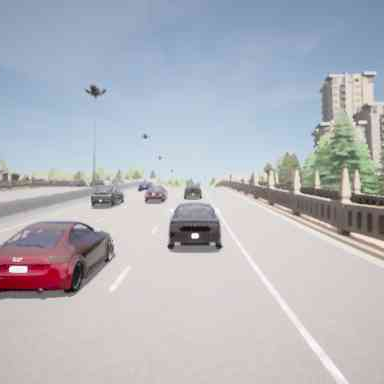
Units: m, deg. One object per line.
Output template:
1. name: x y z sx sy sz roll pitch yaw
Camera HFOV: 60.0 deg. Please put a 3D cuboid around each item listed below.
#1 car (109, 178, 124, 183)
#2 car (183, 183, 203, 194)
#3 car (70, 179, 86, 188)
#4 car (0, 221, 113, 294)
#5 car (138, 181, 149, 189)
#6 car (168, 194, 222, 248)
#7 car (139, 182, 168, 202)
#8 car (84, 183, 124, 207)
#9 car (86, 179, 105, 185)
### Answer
1. car: -14.017 -1.713 61.971 2.097 1.767 4.553 0 2 0
2. car: 0.097 -0.172 36.434 1.837 1.490 4.892 0 4 0
3. car: -21.010 -1.558 61.637 1.837 1.490 4.892 0 3 0
4. car: -3.401 1.420 8.529 1.994 1.385 4.181 0 2 0
5. car: -6.902 -0.925 50.503 1.994 1.385 4.181 0 3 0
6. car: 0.099 1.130 13.239 1.882 1.535 5.008 0 3 0
7. car: -3.402 0.121 32.084 2.033 1.411 5.357 0 3 0
8. car: -6.902 0.328 27.540 2.128 1.511 4.902 0 3 0
9. car: -17.517 -1.555 61.547 1.837 1.490 4.892 0 2 0
